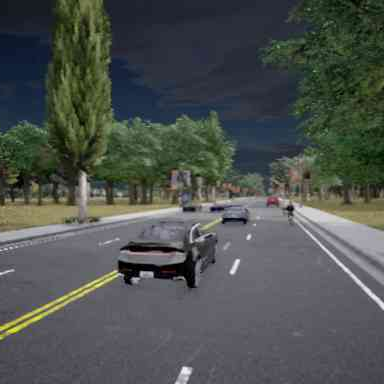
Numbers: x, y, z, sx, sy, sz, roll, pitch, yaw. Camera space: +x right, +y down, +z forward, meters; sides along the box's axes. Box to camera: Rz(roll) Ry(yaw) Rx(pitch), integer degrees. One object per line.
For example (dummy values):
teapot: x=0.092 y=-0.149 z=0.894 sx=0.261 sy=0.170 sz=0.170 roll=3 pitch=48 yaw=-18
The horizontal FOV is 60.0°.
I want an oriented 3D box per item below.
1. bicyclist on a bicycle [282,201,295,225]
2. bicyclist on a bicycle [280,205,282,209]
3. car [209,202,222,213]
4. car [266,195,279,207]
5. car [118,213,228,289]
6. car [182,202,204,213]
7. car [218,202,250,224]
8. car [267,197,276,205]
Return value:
bicyclist on a bicycle: x=6.947 y=1.520 z=23.482 sx=0.659 sy=1.776 sz=1.843 roll=0 pitch=0 yaw=13
bicyclist on a bicycle: x=9.102 y=1.648 z=32.730 sx=0.866 sy=1.612 sz=1.509 roll=0 pitch=-1 yaw=13
car: x=3.385 y=1.923 z=41.360 sx=1.895 sy=1.301 sz=4.718 roll=0 pitch=0 yaw=13
car: x=14.824 y=1.634 z=61.133 sx=2.150 sy=2.045 sz=5.566 roll=0 pitch=-1 yaw=13
car: x=-0.424 y=1.574 z=9.521 sx=2.128 sy=1.511 sz=4.902 roll=0 pitch=0 yaw=13
car: x=0.125 y=1.948 z=41.687 sx=1.895 sy=1.301 sz=4.718 roll=0 pitch=0 yaw=13
car: x=3.611 y=1.765 z=26.995 sx=1.994 sy=1.385 sz=4.181 roll=0 pitch=0 yaw=13
car: x=17.237 y=1.968 z=72.030 sx=1.882 sy=1.535 sz=5.008 roll=0 pitch=-1 yaw=13
